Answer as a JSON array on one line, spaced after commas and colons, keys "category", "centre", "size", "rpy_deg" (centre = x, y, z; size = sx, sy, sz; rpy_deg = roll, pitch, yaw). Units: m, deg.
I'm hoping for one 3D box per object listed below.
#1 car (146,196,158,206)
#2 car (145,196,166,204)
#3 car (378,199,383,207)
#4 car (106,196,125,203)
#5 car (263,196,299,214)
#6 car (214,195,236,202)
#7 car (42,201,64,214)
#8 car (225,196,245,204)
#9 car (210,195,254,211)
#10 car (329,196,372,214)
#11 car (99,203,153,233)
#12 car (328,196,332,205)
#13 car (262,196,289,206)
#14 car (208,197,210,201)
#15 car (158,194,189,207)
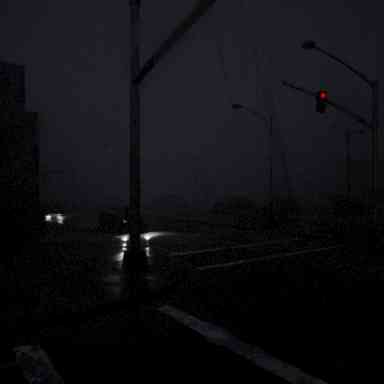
[{"category": "car", "centre": [-4.498, 1.284, 51.218], "size": [4.605, 1.855, 1.932], "rpy_deg": [0, 0, -36]}, {"category": "car", "centre": [-7.444, 1.570, 68.303], "size": [3.806, 1.475, 1.970], "rpy_deg": [0, 0, -36]}, {"category": "car", "centre": [29.251, 1.259, 48.185], "size": [3.866, 1.878, 1.905], "rpy_deg": [0, 0, -36]}, {"category": "car", "centre": [-15.212, 1.560, 66.403], "size": [3.633, 1.501, 1.845], "rpy_deg": [0, 0, -36]}, {"category": "car", "centre": [8.985, 1.419, 33.670], "size": [3.806, 1.475, 1.970], "rpy_deg": [0, 0, -36]}, {"category": "car", "centre": [7.813, 1.513, 79.058], "size": [5.027, 1.636, 2.152], "rpy_deg": [0, 0, -36]}, {"category": "car", "centre": [-15.770, 1.738, 37.190], "size": [1.994, 1.385, 4.181], "rpy_deg": [0, 0, -35]}, {"category": "car", "centre": [8.476, 1.503, 64.959], "size": [3.633, 1.501, 1.845], "rpy_deg": [0, 0, -36]}, {"category": "car", "centre": [4.983, 1.340, 38.697], "size": [5.027, 1.636, 2.152], "rpy_deg": [0, 0, -36]}, {"category": "car", "centre": [16.848, 1.484, 34.799], "size": [4.514, 1.523, 2.007], "rpy_deg": [0, 0, -36]}, {"category": "car", "centre": [-4.525, 1.701, 21.500], "size": [1.812, 1.442, 4.674], "rpy_deg": [0, 0, -36]}, {"category": "car", "centre": [20.941, 1.281, 46.273], "size": [4.605, 1.855, 1.932], "rpy_deg": [0, 0, -36]}, {"category": "car", "centre": [14.263, 1.482, 56.812], "size": [4.514, 1.523, 2.007], "rpy_deg": [0, 0, -36]}, {"category": "car", "centre": [5.943, 1.522, 81.577], "size": [4.514, 1.523, 2.007], "rpy_deg": [0, 0, -36]}, {"category": "car", "centre": [-2.470, 1.264, 49.097], "size": [3.866, 1.878, 1.905], "rpy_deg": [0, 0, -36]}]
